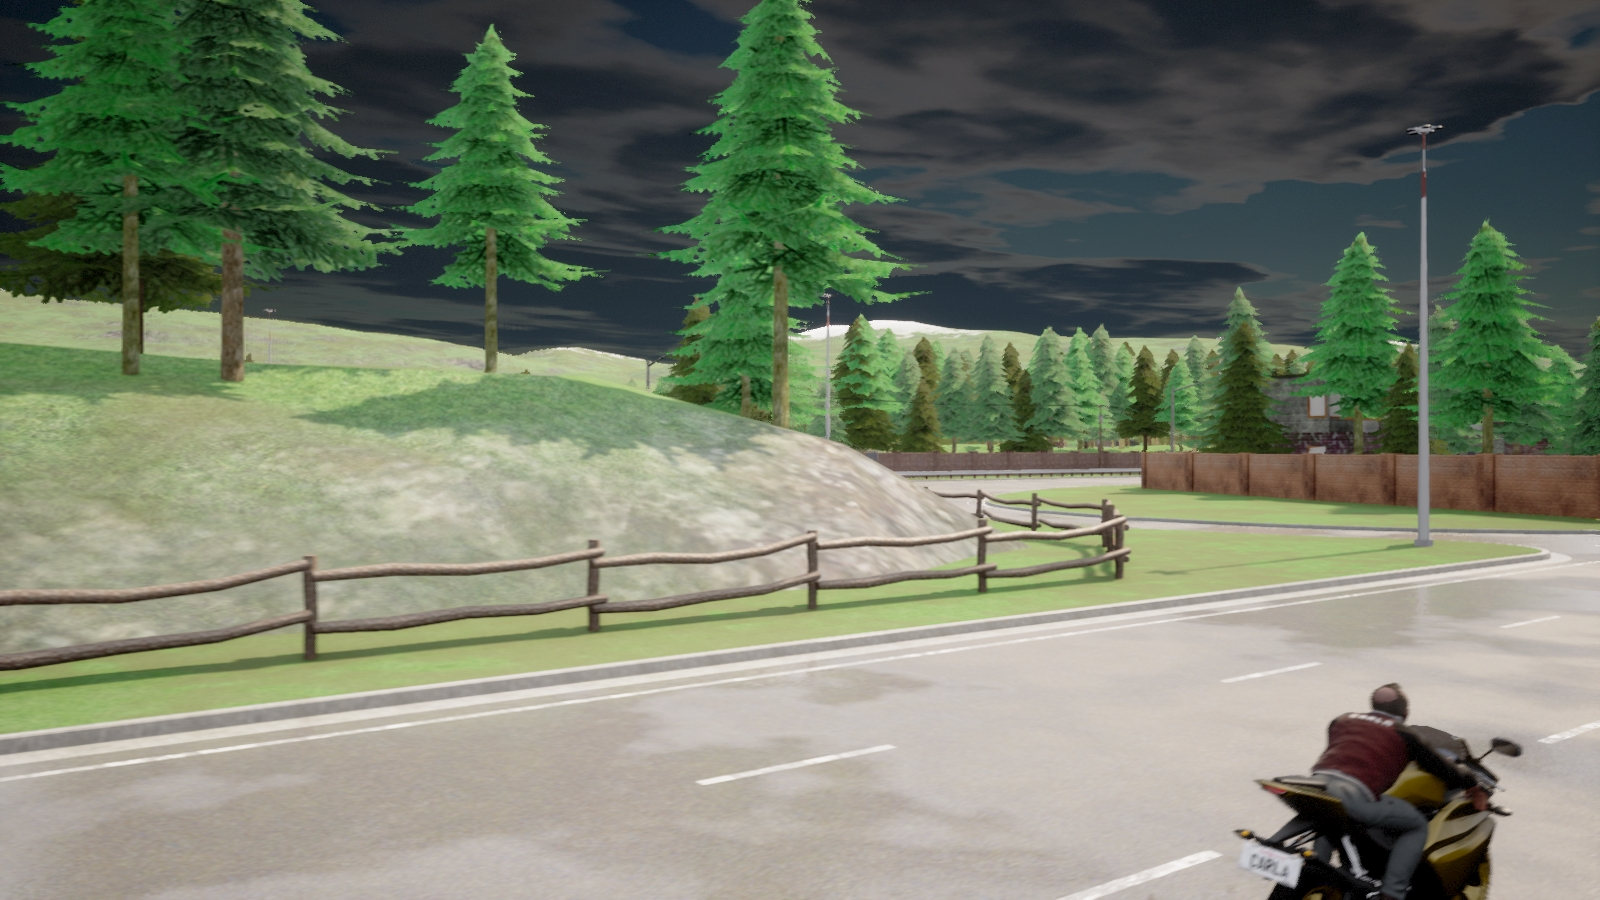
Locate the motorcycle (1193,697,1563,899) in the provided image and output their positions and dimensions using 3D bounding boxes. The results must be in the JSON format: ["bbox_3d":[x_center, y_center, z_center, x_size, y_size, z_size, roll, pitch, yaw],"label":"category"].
[{"bbox_3d":[3.234,2.205,6.310,2.209,1.251,0.867,0,0,-34],"label":"motorcycle"}]
